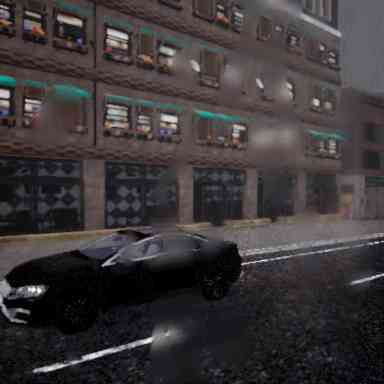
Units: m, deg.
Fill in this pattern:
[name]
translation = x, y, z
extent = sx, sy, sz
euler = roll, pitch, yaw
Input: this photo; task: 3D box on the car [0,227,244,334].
[car]
translation = -1.116, 1.522, 6.863
extent = 4.902, 1.511, 2.128
euler = 1, -1, -35
